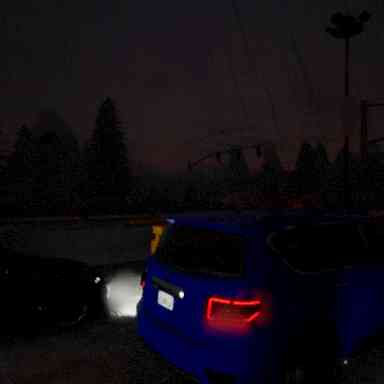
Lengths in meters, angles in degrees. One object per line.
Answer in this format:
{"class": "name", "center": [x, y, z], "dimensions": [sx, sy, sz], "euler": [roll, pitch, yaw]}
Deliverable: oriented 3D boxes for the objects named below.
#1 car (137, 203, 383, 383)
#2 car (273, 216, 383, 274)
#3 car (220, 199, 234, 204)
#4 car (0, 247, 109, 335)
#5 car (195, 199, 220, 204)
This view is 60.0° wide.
{"class": "car", "center": [1.909, 1.266, 5.079], "dimensions": [5.566, 2.045, 2.150], "euler": [1, 0, -35]}
{"class": "car", "center": [5.000, 1.670, 11.545], "dimensions": [4.181, 1.385, 1.994], "euler": [1, 0, -35]}
{"class": "car", "center": [4.474, 1.793, 49.211], "dimensions": [1.882, 1.535, 5.008], "euler": [1, 0, -35]}
{"class": "car", "center": [-3.558, 1.565, 5.516], "dimensions": [4.181, 1.385, 1.994], "euler": [1, 0, -34]}
{"class": "car", "center": [1.492, 1.844, 47.366], "dimensions": [1.994, 1.385, 4.181], "euler": [1, 0, -35]}
